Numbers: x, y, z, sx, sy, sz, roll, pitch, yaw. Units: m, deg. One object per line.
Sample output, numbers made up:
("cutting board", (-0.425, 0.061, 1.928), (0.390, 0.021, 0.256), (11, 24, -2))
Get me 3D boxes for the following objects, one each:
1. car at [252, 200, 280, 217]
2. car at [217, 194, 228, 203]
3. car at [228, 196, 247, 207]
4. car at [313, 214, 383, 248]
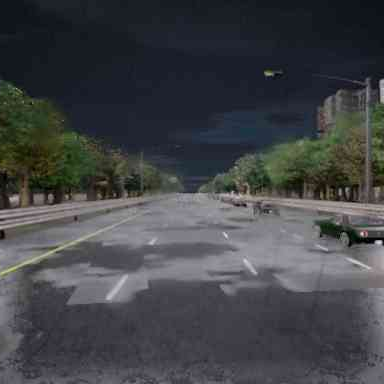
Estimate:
("car", (6.997, 1.515, 31.828), (1.837, 1.490, 4.892), (0, 0, 0))
("car", (7.064, 1.576, 69.212), (2.128, 1.511, 4.902), (0, 0, 0))
("car", (7.011, 1.630, 50.265), (1.895, 1.301, 4.718), (0, 0, 0))
("car", (6.998, 1.604, 14.676), (1.895, 1.301, 4.718), (0, 0, 0))
